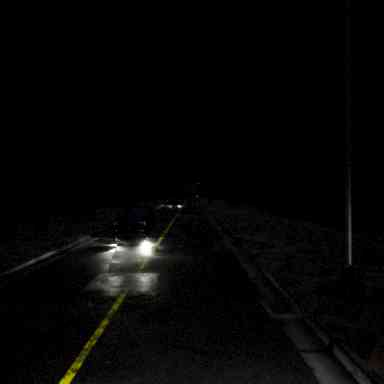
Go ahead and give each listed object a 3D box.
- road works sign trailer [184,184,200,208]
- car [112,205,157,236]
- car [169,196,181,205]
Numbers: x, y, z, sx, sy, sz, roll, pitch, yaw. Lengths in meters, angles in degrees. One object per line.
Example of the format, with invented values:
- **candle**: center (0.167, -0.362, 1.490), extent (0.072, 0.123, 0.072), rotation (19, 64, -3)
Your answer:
- **road works sign trailer**: center (-0.013, 0.606, 52.204), extent (2.380, 3.560, 2.880), rotation (0, 0, 0)
- **car**: center (-3.105, 1.504, 18.757), extent (1.882, 1.535, 5.008), rotation (0, 0, 0)
- **car**: center (-3.056, 1.531, 60.932), extent (2.097, 1.767, 4.553), rotation (0, 0, 1)
